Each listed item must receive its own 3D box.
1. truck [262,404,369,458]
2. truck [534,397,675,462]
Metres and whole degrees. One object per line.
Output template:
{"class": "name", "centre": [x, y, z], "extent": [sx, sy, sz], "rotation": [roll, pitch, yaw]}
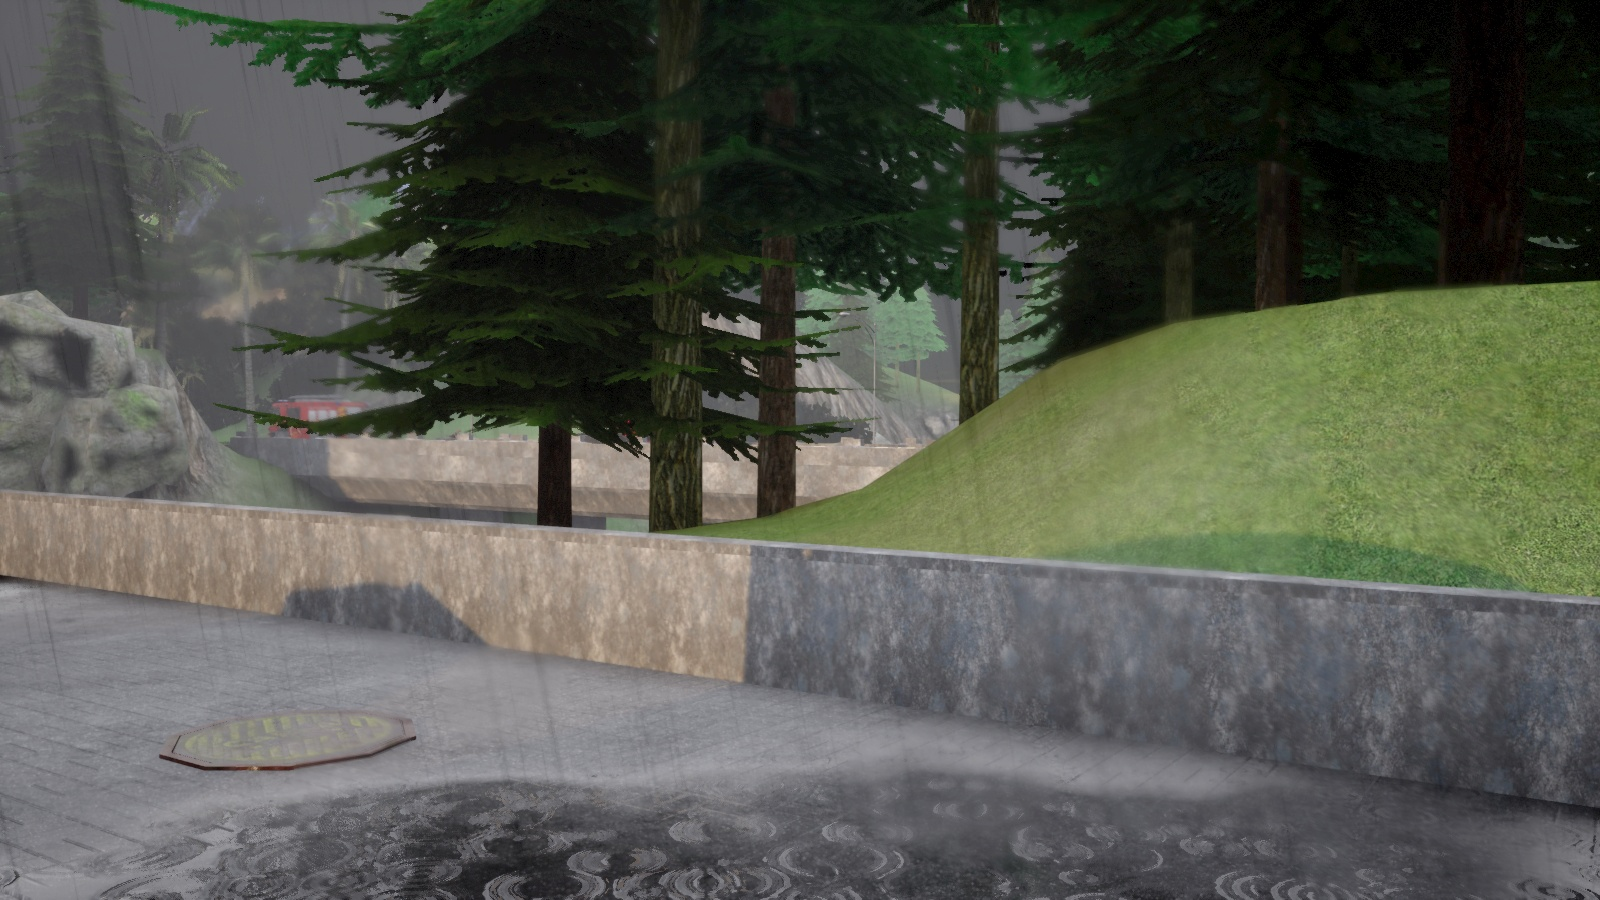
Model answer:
{"class": "truck", "centre": [-35.534, -1.367, 91.979], "extent": [8.468, 3.827, 2.891], "rotation": [0, 1, 33]}
{"class": "truck", "centre": [-11.121, -1.119, 71.007], "extent": [7.936, 3.462, 2.891], "rotation": [0, 1, 34]}
